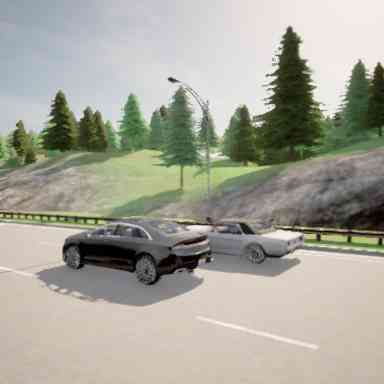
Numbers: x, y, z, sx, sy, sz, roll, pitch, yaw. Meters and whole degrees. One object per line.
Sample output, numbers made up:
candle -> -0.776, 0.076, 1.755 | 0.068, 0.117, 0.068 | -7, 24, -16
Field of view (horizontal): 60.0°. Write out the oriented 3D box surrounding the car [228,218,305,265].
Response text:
car -> 1.320, 1.584, 11.656 | 4.718, 1.301, 1.895 | -1, 0, 35

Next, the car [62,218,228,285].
car -> -1.730, 1.508, 9.515 | 4.902, 1.511, 2.128 | -1, 0, 35
